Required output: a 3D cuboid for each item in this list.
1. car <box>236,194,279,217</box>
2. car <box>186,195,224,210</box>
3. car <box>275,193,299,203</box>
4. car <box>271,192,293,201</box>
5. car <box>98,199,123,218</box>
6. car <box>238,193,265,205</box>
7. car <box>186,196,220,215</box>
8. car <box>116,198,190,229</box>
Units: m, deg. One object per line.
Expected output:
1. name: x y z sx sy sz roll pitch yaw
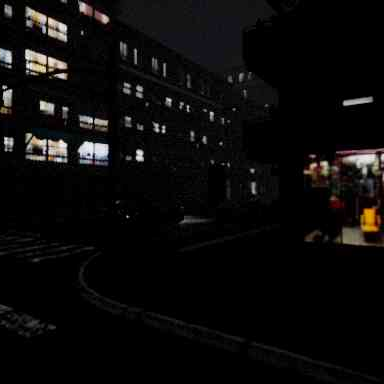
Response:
1. car: 5.007 1.102 25.401 1.887 1.381 4.507 1 1 35
2. car: 1.402 1.052 34.943 1.947 1.339 4.313 1 1 35
3. car: 13.677 0.801 47.670 1.895 1.301 4.718 0 1 36
4. car: 14.487 0.690 53.418 1.947 1.339 4.313 1 1 35
5. car: -5.247 1.234 25.774 1.947 1.339 4.313 1 1 35
6. car: 7.944 0.887 44.178 1.802 1.307 4.206 1 1 35
7. car: 0.125 1.121 28.673 2.033 1.411 5.357 0 1 35
8. car: -2.330 1.271 19.603 1.994 1.385 4.181 0 1 35
